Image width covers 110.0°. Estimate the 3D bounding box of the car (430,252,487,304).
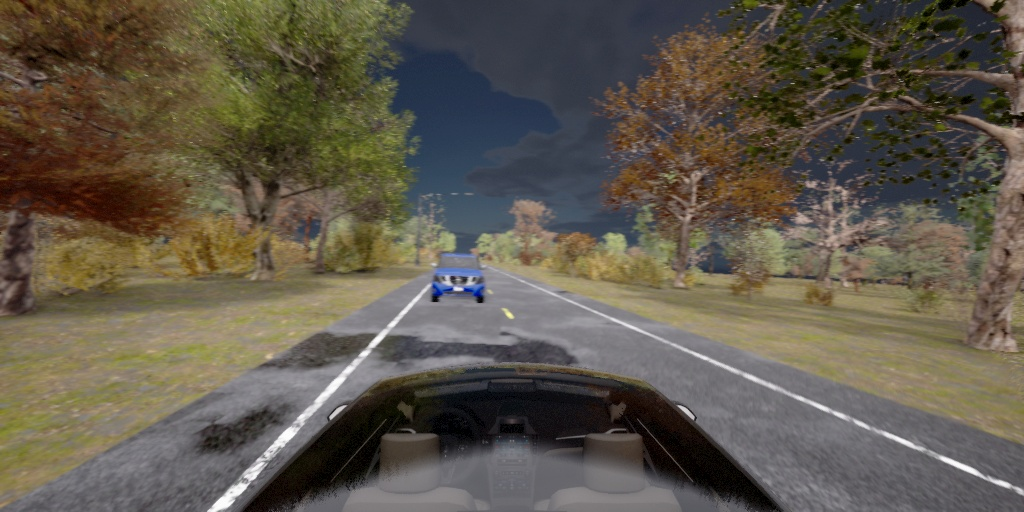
[{"bbox_3d":[-2.444,0.883,16.380,2.150,2.045,5.566,2,0,-9],"label":"car"}]
